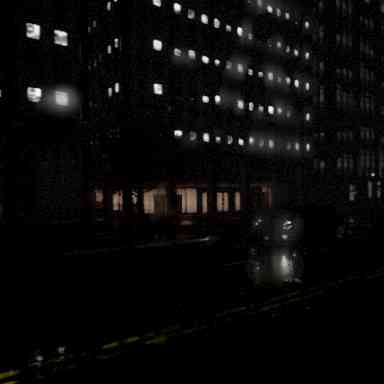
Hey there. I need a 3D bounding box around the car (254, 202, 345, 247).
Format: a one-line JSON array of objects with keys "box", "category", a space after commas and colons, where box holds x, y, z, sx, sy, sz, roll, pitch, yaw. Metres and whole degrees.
[{"box": [4.936, 1.348, 15.194, 4.553, 1.767, 2.097, 0, 0, -35], "category": "car"}]
